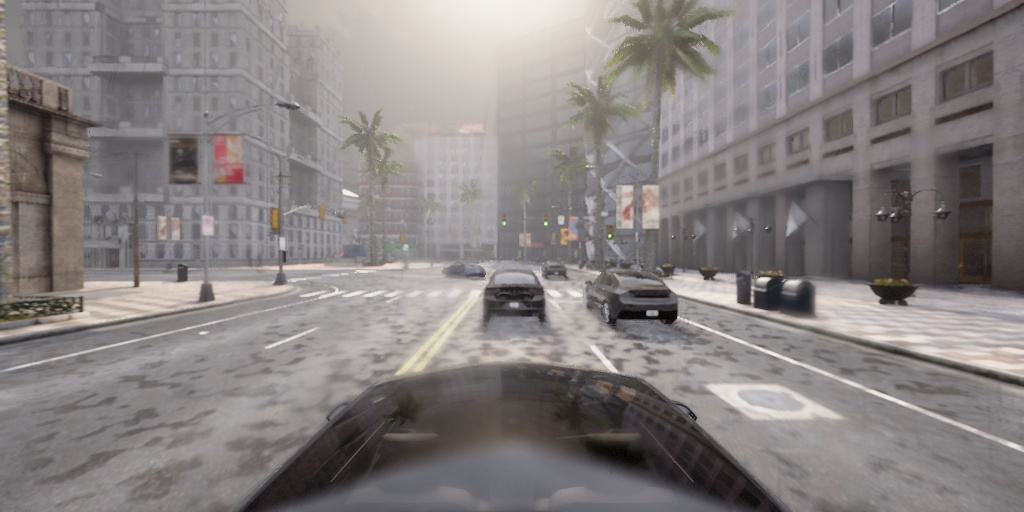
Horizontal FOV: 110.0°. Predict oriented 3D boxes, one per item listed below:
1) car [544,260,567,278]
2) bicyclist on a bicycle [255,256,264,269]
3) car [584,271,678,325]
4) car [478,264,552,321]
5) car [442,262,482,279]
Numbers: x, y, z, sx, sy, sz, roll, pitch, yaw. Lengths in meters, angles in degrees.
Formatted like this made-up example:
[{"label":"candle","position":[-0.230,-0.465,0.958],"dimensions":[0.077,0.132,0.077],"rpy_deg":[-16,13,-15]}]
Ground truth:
[{"label":"car","position":[3.595,1.105,31.081],"dimensions":[1.837,1.490,4.892],"rpy_deg":[0,0,0]},{"label":"bicyclist on a bicycle","position":[-32.676,0.823,46.443],"dimensions":[0.582,1.620,1.656],"rpy_deg":[0,1,0]},{"label":"car","position":[3.583,1.204,11.554],"dimensions":[1.837,1.490,4.892],"rpy_deg":[0,0,0]},{"label":"car","position":[0.084,1.174,12.262],"dimensions":[1.882,1.535,5.008],"rpy_deg":[0,0,0]},{"label":"car","position":[-4.148,1.167,30.480],"dimensions":[1.994,1.385,4.181],"rpy_deg":[0,0,-43]}]
